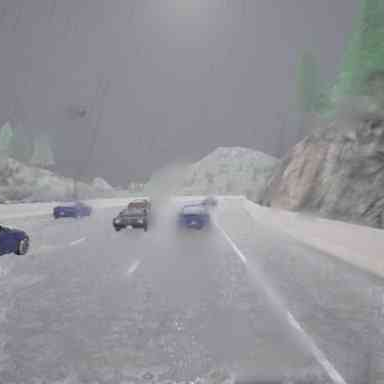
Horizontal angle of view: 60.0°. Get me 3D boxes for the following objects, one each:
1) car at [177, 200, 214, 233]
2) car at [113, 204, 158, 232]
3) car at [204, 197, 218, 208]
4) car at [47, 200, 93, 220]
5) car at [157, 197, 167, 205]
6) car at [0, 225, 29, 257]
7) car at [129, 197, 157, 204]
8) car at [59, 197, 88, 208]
[{"bbox_3d":[0.136,1.508,20.101,1.882,1.535,5.008,0,0,1],"label":"car"},{"bbox_3d":[-3.370,1.632,20.306,1.895,1.301,4.718,0,0,1],"label":"car"},{"bbox_3d":[2.793,1.581,50.653,1.837,1.490,4.892,-1,0,11],"label":"car"},{"bbox_3d":[-10.117,1.522,28.632,1.882,1.535,5.008,0,0,3],"label":"car"},{"bbox_3d":[-5.854,1.654,59.611,1.994,1.385,4.181,0,0,13],"label":"car"},{"bbox_3d":[-6.894,1.542,10.299,1.812,1.442,4.674,0,0,0],"label":"car"},{"bbox_3d":[-5.979,1.537,39.183,1.882,1.535,5.008,-1,0,7],"label":"car"},{"bbox_3d":[-18.300,1.573,51.746,2.128,1.511,4.902,0,0,10],"label":"car"}]
